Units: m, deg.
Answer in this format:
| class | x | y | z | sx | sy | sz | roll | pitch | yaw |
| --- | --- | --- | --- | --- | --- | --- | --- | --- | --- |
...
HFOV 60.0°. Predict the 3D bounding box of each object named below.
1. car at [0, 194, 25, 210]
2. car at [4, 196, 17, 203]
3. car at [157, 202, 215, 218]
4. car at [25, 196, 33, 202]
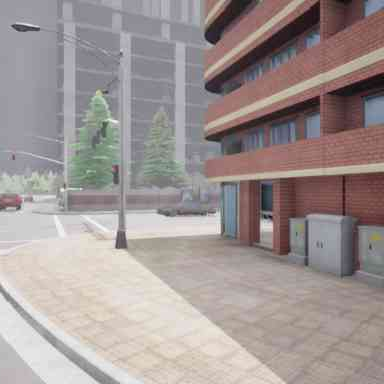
| class | x | y | z | sx | sy | sz | roll | pitch | yaw |
| --- | --- | --- | --- | --- | --- | --- | --- | --- | --- |
| car | -23.010 | 1.221 | 42.416 | 2.150 | 2.045 | 5.566 | 0 | 0 | -23 |
| car | -39.731 | 1.539 | 72.808 | 2.033 | 1.411 | 5.357 | 0 | 0 | -23 |
| car | -0.515 | 1.602 | 31.091 | 5.357 | 1.411 | 2.033 | 0 | 0 | -22 |
| car | -36.761 | 1.523 | 74.772 | 1.812 | 1.442 | 4.674 | 0 | 0 | -23 |
